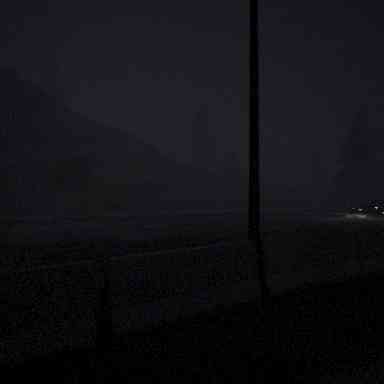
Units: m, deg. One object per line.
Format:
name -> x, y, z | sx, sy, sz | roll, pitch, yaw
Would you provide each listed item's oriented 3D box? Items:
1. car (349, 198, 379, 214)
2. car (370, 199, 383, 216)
car -> 18.090, 1.402, 33.598 | 4.892, 1.490, 1.837 | 0, 0, -23
car -> 18.852, 1.505, 30.154 | 4.718, 1.301, 1.895 | 0, 0, -23
